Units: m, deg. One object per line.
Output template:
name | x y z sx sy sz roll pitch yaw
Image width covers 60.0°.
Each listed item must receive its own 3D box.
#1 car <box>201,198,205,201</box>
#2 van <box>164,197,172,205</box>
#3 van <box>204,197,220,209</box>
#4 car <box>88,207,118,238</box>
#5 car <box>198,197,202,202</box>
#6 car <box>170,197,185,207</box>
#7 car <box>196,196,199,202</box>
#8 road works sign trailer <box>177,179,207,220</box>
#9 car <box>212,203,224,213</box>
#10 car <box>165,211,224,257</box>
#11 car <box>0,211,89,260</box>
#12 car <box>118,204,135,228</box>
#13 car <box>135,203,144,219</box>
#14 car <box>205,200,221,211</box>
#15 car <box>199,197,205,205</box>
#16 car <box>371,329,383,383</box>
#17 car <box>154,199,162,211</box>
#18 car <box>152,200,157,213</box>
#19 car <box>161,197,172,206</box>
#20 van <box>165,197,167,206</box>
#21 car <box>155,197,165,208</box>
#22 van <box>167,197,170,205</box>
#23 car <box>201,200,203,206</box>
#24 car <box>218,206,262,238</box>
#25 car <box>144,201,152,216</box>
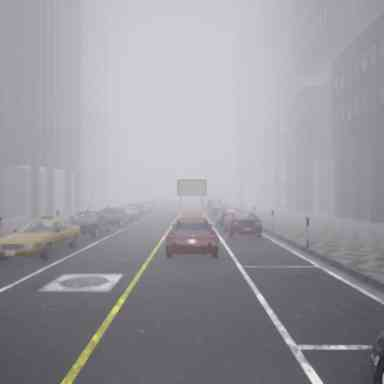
car | 2.765 2.085 52.582 1.802 1.307 4.206 0 -1 0
van | -5.758 2.138 80.750 1.690 1.788 3.998 0 -1 0
van | 2.764 1.731 41.312 1.690 1.788 3.998 0 -1 0
car | -5.762 1.719 18.749 1.887 1.381 4.507 0 -1 0
car | 2.767 2.222 69.490 1.887 1.381 4.507 0 -1 0
car | -3.010 2.173 64.559 2.033 1.411 5.357 0 -1 1
car | 2.767 2.111 80.764 2.192 1.841 5.009 0 -1 0
road works sign trailer | 0.002 0.715 26.871 2.380 3.560 2.880 0 -1 0
car | 2.764 1.772 24.403 1.887 1.381 4.507 0 -1 0
car | 0.018 1.690 13.507 1.994 1.385 4.181 0 0 0
car | -5.762 1.646 12.943 1.752 1.417 4.829 0 -1 0
car | -5.761 1.793 24.385 1.947 1.339 4.313 0 -1 0
car | -5.761 1.804 29.852 1.752 1.417 4.829 0 -1 0
car | 2.764 1.885 35.674 2.008 1.369 4.403 0 -1 0
car | 2.766 2.111 58.218 2.008 1.369 4.403 0 -1 0
car | 2.762 1.569 1.859 2.008 1.369 4.403 0 -1 0
car | -5.760 2.012 46.931 1.947 1.339 4.313 0 -1 0
car | -5.760 1.972 41.294 1.802 1.307 4.206 0 -1 0
car | -5.758 2.051 75.114 2.192 1.841 5.009 0 -1 0
van | -5.760 1.902 58.206 1.690 1.788 3.998 0 -1 0
car | -5.760 1.943 52.569 1.967 1.590 4.097 0 -1 0
van | -5.759 1.960 63.842 1.690 1.788 3.998 0 -1 0
car | 2.765 1.997 46.946 2.008 1.369 4.403 0 -1 0
car | 2.763 1.719 18.766 1.887 1.381 4.507 0 -1 0
car | -5.761 1.901 35.657 1.947 1.339 4.313 0 -1 0
